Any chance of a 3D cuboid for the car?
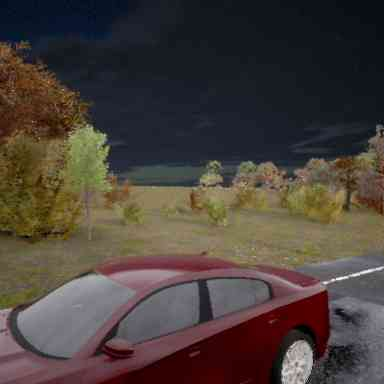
[{"bbox_3d":[-0.536,1.488,3.610,5.008,1.535,1.882,0,0,-36],"label":"car"}]
